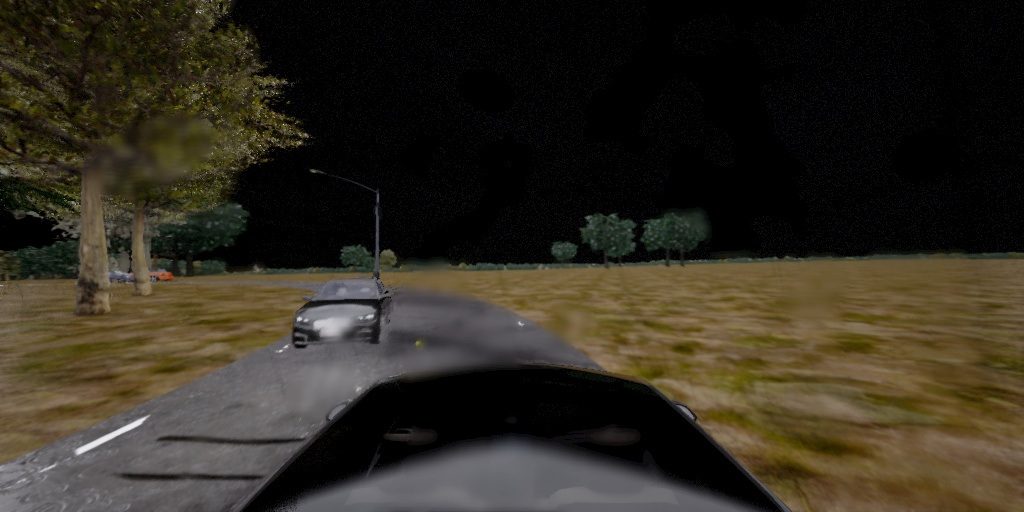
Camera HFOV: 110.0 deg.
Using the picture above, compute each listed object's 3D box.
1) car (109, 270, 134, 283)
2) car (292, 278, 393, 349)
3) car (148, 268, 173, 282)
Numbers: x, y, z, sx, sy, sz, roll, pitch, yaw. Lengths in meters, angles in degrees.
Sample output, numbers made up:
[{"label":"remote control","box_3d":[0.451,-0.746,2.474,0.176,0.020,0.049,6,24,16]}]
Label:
[{"label":"car","box_3d":[-43.907,2.297,39.716,4.674,1.442,1.812,-1,-3,-2]},{"label":"car","box_3d":[-4.340,1.364,9.795,2.128,1.511,4.902,0,-1,-15]},{"label":"car","box_3d":[-44.608,2.315,43.971,4.553,1.767,2.097,-1,-2,-3]}]
